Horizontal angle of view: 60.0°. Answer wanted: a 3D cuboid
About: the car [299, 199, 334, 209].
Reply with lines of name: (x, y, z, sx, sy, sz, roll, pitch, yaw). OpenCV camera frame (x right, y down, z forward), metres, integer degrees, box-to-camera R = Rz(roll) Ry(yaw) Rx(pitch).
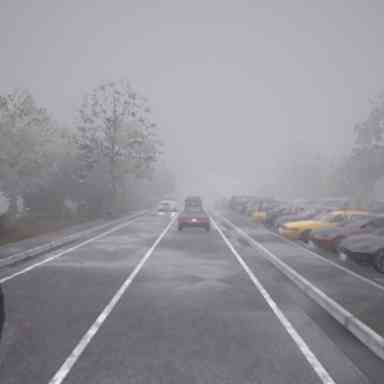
car: (20.268, 1.978, 54.282, 4.892, 1.521, 2.231, 0, -1, 0)

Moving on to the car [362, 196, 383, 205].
car: (20.156, 1.401, 32.271, 5.566, 2.045, 2.435, 0, 0, 0)

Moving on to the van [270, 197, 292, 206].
van: (20.482, 2.255, 76.561, 4.442, 1.987, 1.878, 0, -2, 0)

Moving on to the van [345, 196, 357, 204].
van: (20.323, 1.455, 37.685, 4.442, 1.987, 1.878, 0, 0, 0)

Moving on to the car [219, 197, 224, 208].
car: (7.154, 1.953, 51.741, 4.792, 1.488, 2.163, 0, -1, 0)

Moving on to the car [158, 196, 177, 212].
car: (-3.245, 1.559, 44.882, 2.150, 2.045, 5.566, 0, -1, 0)

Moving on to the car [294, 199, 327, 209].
car: (20.280, 2.036, 57.052, 5.008, 1.535, 2.097, 0, -1, 0)

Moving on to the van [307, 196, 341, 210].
van: (20.380, 1.691, 51.517, 4.442, 1.987, 1.878, 0, -1, 0)

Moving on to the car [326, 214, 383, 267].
car: (6.985, 1.564, 10.121, 4.792, 1.488, 2.163, 0, 0, 0)

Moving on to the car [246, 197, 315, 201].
car: (7.051, 1.499, 26.778, 4.553, 1.767, 2.185, 0, 0, 0)

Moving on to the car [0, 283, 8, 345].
car: (-3.347, 1.500, 2.400, 2.128, 1.511, 4.902, 0, 0, 0)

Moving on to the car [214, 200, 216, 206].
car: (7.270, 2.252, 65.617, 4.792, 1.488, 2.163, 0, -1, 0)

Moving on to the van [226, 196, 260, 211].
van: (7.044, 1.579, 46.195, 4.442, 1.987, 1.878, 0, -1, 0)

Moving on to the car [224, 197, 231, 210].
car: (7.167, 1.449, 40.659, 5.566, 2.045, 2.435, 0, 0, 0)

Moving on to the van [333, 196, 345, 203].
van: (20.102, 1.471, 40.589, 4.442, 1.987, 1.878, 0, -1, 0)

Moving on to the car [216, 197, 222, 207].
car: (7.212, 2.043, 57.292, 5.008, 1.535, 2.097, 0, -1, 0)

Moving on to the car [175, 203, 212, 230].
car: (0.132, 1.661, 21.766, 1.994, 1.385, 4.181, 0, 0, 0)

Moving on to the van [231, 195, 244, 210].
van: (7.011, 1.459, 37.884, 4.442, 1.987, 1.878, 0, 0, 0)

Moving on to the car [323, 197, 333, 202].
car: (20.234, 1.738, 43.205, 5.008, 1.535, 2.097, 0, -1, 0)

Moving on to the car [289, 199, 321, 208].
car: (20.292, 2.098, 59.947, 5.008, 1.535, 2.097, 0, -1, 0)

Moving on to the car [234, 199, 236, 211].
car: (7.119, 1.710, 35.106, 4.674, 1.452, 2.002, 0, 0, 0)

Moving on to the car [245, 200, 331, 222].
car: (6.885, 1.607, 24.002, 5.366, 1.575, 1.946, 0, 0, 0)

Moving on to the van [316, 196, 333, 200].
van: (20.123, 1.572, 45.980, 4.442, 1.987, 1.878, 0, -1, 0)

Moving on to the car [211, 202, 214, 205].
car: (7.223, 2.031, 68.399, 5.566, 2.045, 2.435, 0, -1, 0)

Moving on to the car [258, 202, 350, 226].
car: (7.053, 1.596, 21.225, 4.892, 1.521, 2.231, 0, 0, 0)

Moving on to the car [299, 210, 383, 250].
car: (6.997, 1.579, 12.897, 4.792, 1.488, 2.163, 0, 0, 0)

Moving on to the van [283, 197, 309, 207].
van: (20.436, 1.989, 65.365, 4.442, 1.987, 1.878, 0, -1, 0)

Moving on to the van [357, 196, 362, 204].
van: (20.312, 1.441, 35.040, 4.442, 1.987, 1.878, 0, 0, 0)

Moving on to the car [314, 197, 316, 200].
car: (20.067, 1.854, 48.743, 5.366, 1.575, 1.946, 0, -1, 0)

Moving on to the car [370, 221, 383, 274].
car: (6.974, 1.549, 7.345, 4.792, 1.488, 2.163, 0, 0, 0)

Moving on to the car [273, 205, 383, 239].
car: (6.852, 1.562, 15.674, 5.366, 1.575, 1.946, 0, 0, 0)

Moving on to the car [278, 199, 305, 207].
car: (20.324, 2.275, 68.131, 4.892, 1.521, 2.231, 0, -1, 0)

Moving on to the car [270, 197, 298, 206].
car: (20.381, 2.150, 73.671, 5.566, 2.045, 2.435, 0, -2, 0)

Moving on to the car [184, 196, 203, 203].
car: (0.180, 1.500, 40.839, 2.150, 2.045, 5.566, 0, -1, 0)

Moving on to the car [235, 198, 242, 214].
car: (7.099, 1.655, 32.330, 5.008, 1.535, 2.097, 0, 0, 0)

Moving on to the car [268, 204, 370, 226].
car: (7.055, 1.581, 18.449, 4.892, 1.521, 2.231, 0, 0, 0)

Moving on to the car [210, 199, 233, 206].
car: (7.111, 2.567, 79.480, 5.366, 1.575, 1.946, 0, -2, 0)

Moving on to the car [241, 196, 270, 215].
car: (7.062, 1.514, 29.554, 4.553, 1.767, 2.185, 0, 0, 0)

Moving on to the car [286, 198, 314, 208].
car: (20.276, 2.030, 62.595, 4.553, 1.767, 2.185, 0, -1, 0)

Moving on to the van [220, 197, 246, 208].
van: (7.334, 1.877, 60.072, 4.442, 1.987, 1.878, 0, -1, 0)
